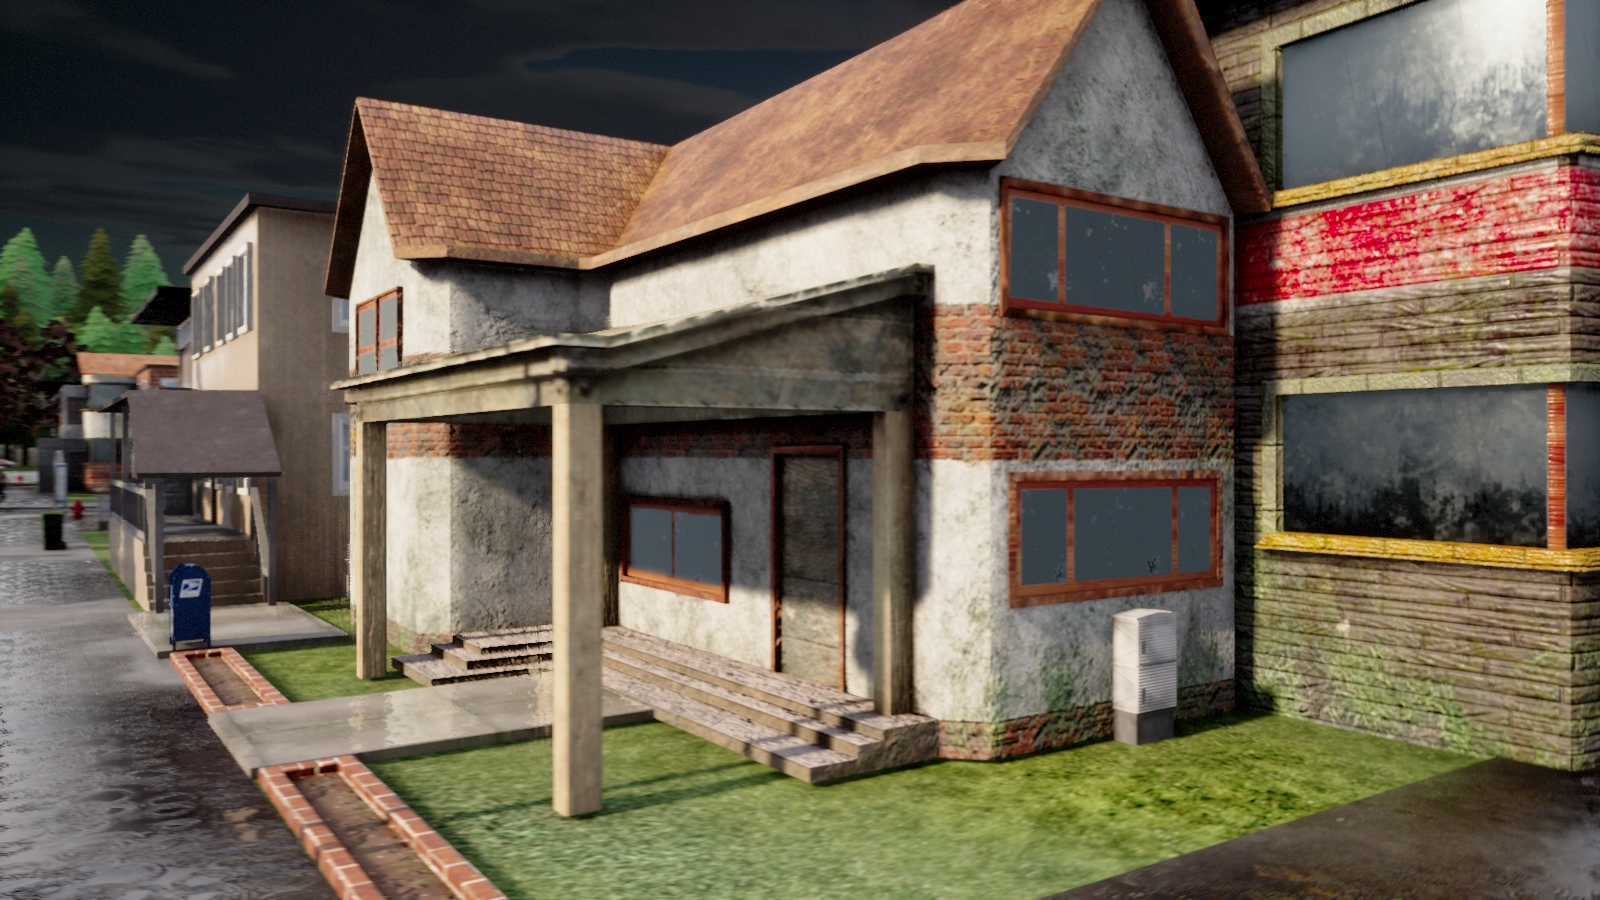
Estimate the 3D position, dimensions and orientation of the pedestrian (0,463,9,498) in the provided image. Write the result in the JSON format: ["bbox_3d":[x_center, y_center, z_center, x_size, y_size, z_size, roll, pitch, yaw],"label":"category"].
[{"bbox_3d":[-42.797,1.627,61.396,0.375,1.860,0.375,0,0,-11],"label":"pedestrian"}]

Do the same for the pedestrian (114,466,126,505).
[{"bbox_3d":[-33.188,1.723,55.747,0.375,1.860,0.375,0,0,37],"label":"pedestrian"}]
